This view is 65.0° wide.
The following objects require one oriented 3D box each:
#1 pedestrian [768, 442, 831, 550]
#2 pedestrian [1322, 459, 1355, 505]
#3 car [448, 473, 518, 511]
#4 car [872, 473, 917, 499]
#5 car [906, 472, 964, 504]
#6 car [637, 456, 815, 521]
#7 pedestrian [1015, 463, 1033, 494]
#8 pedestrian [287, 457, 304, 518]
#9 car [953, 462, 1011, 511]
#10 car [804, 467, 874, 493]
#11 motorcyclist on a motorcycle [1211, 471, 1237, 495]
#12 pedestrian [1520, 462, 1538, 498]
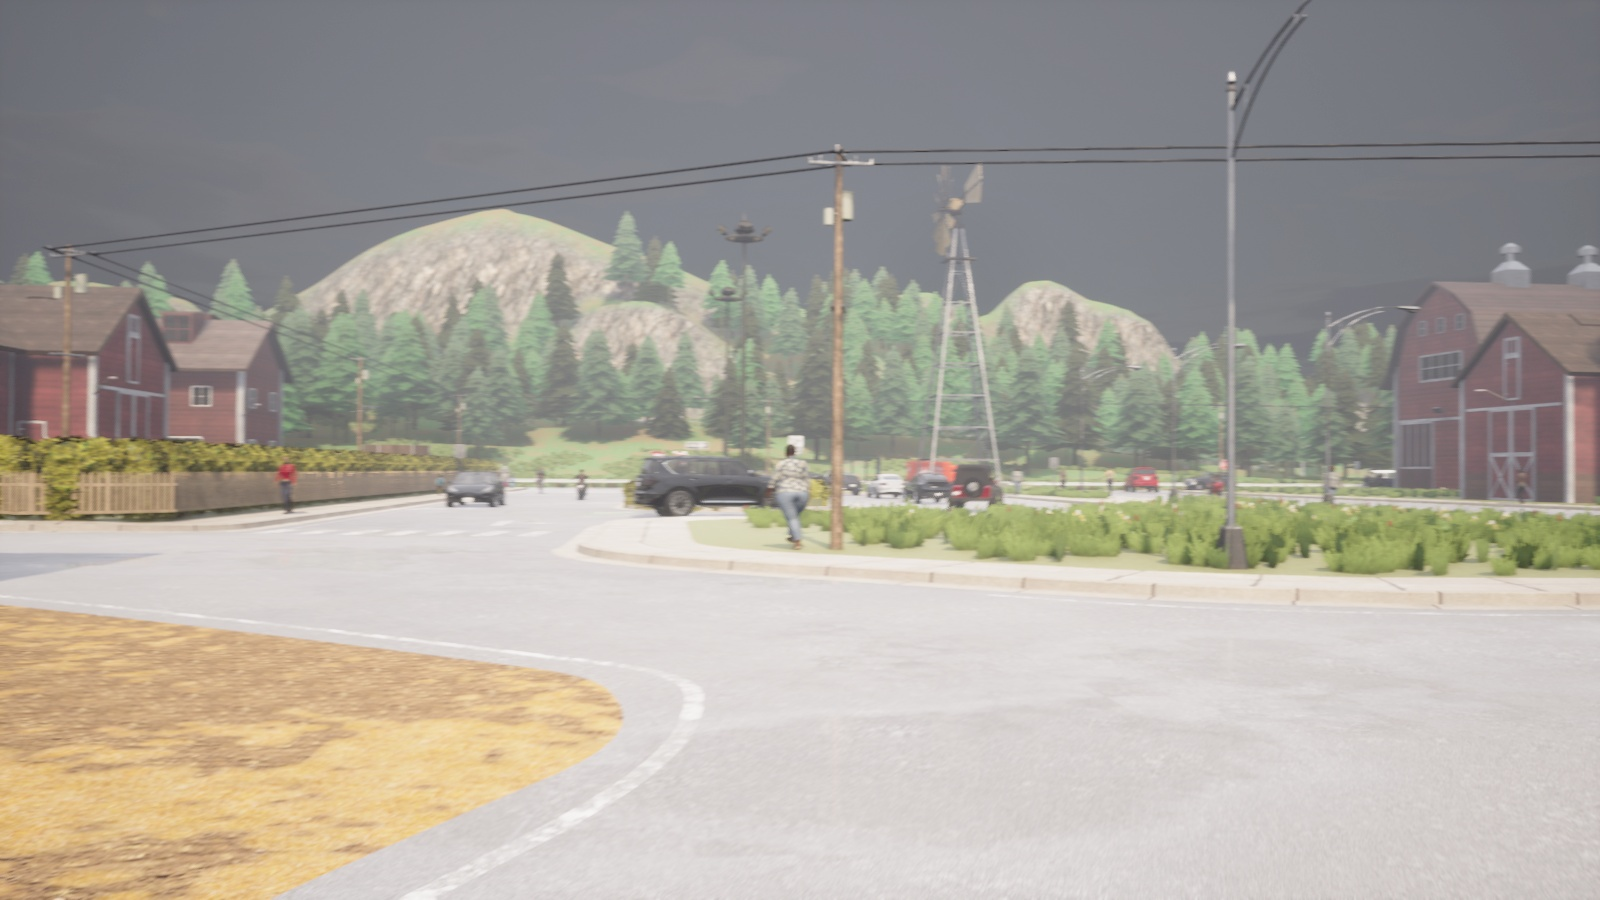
[{"bbox_3d":[-0.015,0.799,22.061,0.874,1.855,0.900,0,-1,-18],"label":"pedestrian"},{"bbox_3d":[22.059,1.312,51.474,0.874,1.855,0.900,0,-1,-7],"label":"pedestrian"},{"bbox_3d":[-13.200,1.717,52.540,2.163,1.488,4.792,0,-1,-6],"label":"car"},{"bbox_3d":[5.510,2.080,73.808,1.812,1.442,4.674,0,-1,-6],"label":"car"},{"bbox_3d":[6.694,1.870,62.732,1.837,1.490,4.892,0,-1,-6],"label":"car"},{"bbox_3d":[-2.490,1.249,42.030,5.566,2.045,2.150,0,-1,-19],"label":"car"},{"bbox_3d":[13.705,1.748,76.844,0.874,1.855,0.900,0,-1,-9],"label":"pedestrian"},{"bbox_3d":[-15.228,1.128,37.914,0.331,1.846,0.636,0,-1,-11],"label":"pedestrian"},{"bbox_3d":[7.389,1.458,50.717,1.905,1.878,3.866,0,-1,15],"label":"car"},{"bbox_3d":[2.515,1.987,82.766,2.152,1.651,5.027,1,-1,-32],"label":"car"},{"bbox_3d":[27.231,2.126,80.724,0.797,1.523,2.044,0,-1,-6],"label":"motorcyclist on a motorcycle"},{"bbox_3d":[36.427,1.486,62.779,0.328,1.805,0.869,0,-1,-5],"label":"pedestrian"}]
